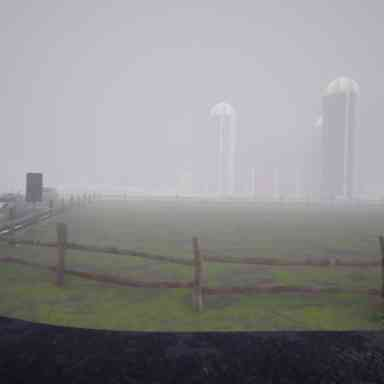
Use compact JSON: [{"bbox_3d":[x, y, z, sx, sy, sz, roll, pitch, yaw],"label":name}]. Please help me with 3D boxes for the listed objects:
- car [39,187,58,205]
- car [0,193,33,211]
[{"bbox_3d":[-17.610,0.394,39.792,2.150,2.045,5.566,2,1,-9],"label":"car"},{"bbox_3d":[-15.869,0.824,29.323,2.128,1.511,4.902,2,1,-10],"label":"car"}]
